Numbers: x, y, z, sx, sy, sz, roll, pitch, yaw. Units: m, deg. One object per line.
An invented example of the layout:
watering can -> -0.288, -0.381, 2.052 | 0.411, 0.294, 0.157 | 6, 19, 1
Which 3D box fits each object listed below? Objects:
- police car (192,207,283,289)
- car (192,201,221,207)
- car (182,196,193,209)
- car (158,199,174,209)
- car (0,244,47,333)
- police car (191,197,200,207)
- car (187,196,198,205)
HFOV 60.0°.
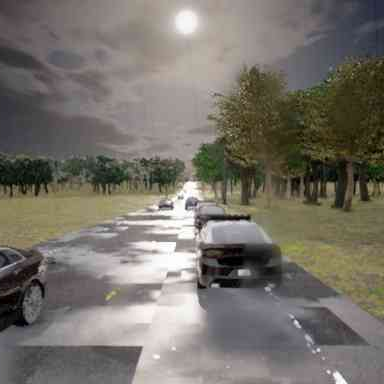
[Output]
police car -> 1.061, 1.430, 9.307 | 1.930, 1.638, 5.238 | 0, 0, 0
car -> 1.073, 1.499, 19.198 | 1.882, 1.535, 5.008 | 0, 0, 0
car -> 0.096, 1.456, 47.181 | 2.097, 1.767, 4.553 | 0, 0, 1
car -> -3.538, 1.666, 46.117 | 1.994, 1.385, 4.181 | 0, 0, 0
car -> -3.596, 1.492, 4.240 | 2.128, 1.511, 4.902 | 0, 0, 0
police car -> 1.081, 1.464, 25.309 | 1.930, 1.638, 5.238 | 0, 0, 0
car -> 0.079, 1.594, 61.831 | 1.882, 1.535, 5.008 | 0, 0, 0
